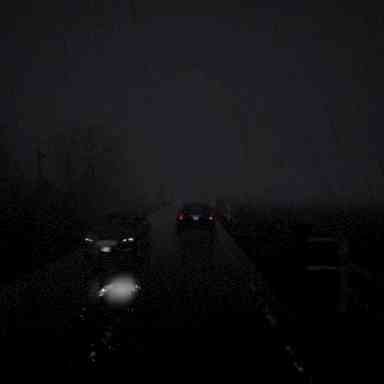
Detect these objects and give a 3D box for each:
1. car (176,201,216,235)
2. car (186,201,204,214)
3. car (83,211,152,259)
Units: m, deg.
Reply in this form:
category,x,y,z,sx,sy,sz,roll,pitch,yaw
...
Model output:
category,x,y,z,sx,sy,sz,roll,pitch,yaw
car,0.219,1.394,19.406,2.097,1.767,4.553,0,0,1
car,0.352,1.667,36.821,1.895,1.301,4.718,0,0,0
car,-2.669,1.528,12.804,2.128,1.511,4.902,0,0,0
